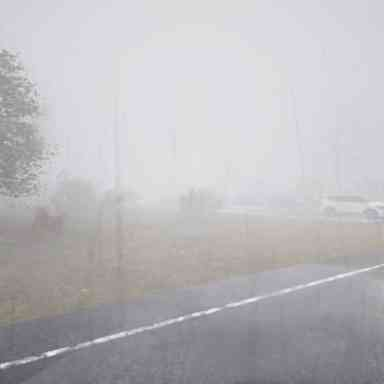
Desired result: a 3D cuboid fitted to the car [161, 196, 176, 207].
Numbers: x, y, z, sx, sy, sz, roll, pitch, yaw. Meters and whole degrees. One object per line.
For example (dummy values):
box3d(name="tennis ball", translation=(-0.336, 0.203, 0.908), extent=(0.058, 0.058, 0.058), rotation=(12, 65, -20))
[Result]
box3d(name="car", translation=(-2.749, 1.328, 48.226), extent=(1.812, 1.442, 4.674), rotation=(0, 0, -37))

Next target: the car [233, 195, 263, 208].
box3d(name="car", translation=(7.806, 1.170, 45.890), extent=(2.097, 1.767, 4.553), rotation=(0, 0, -37))

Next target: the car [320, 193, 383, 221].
box3d(name="car", translation=(13.256, 1.148, 27.133), extent=(2.150, 2.045, 5.566), rotation=(0, 0, -37))

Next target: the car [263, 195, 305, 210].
box3d(name="car", translation=(11.502, 1.199, 41.020), extent=(2.097, 1.767, 4.553), rotation=(0, 0, -37))
